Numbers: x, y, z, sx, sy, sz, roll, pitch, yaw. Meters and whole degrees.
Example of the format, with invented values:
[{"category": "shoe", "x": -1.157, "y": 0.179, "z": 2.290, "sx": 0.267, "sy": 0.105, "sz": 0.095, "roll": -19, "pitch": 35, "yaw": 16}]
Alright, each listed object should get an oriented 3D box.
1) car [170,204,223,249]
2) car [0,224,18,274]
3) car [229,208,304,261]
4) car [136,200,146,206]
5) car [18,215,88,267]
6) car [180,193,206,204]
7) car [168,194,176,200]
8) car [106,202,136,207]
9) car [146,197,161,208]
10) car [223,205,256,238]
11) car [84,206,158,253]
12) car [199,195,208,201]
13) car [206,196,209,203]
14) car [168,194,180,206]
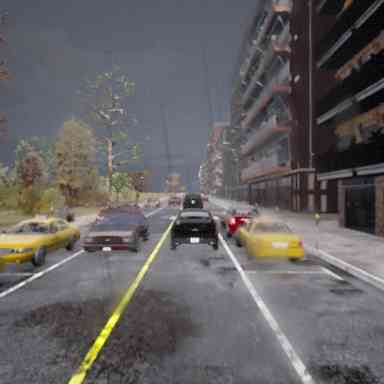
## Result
[{"category": "car", "x": 0.102, "y": 1.479, "z": 14.353, "sx": 1.837, "sy": 1.490, "sz": 4.892, "roll": 0, "pitch": 0, "yaw": 0}, {"category": "car", "x": -5.305, "y": 1.515, "z": 5.908, "sx": 1.752, "sy": 1.417, "sz": 4.829, "roll": 1, "pitch": 0, "yaw": 0}, {"category": "car", "x": 2.577, "y": 1.504, "z": 12.003, "sx": 1.752, "sy": 1.417, "sz": 4.829, "roll": 1, "pitch": 0, "yaw": 0}, {"category": "car", "x": -5.301, "y": 1.532, "z": 28.223, "sx": 1.802, "sy": 1.307, "sz": 4.206, "roll": 1, "pitch": 0, "yaw": 0}, {"category": "car", "x": -5.303, "y": 1.505, "z": 11.444, "sx": 1.752, "sy": 1.417, "sz": 4.829, "roll": 1, "pitch": 0, "yaw": 0}, {"category": "car", "x": 0.107, "y": 1.156, "z": 36.744, "sx": 2.150, "sy": 2.045, "sz": 5.566, "roll": 0, "pitch": 0, "yaw": 0}, {"category": "car", "x": -5.286, "y": 1.283, "z": 89.122, "sx": 1.967, "sy": 1.590, "sz": 4.097, "roll": 1, "pitch": 0, "yaw": 0}, {"category": "car", "x": -5.302, "y": 1.542, "z": 22.686, "sx": 1.802, "sy": 1.307, "sz": 4.206, "roll": 1, "pitch": 0, "yaw": 0}, {"category": "car", "x": -5.295, "y": 1.360, "z": 44.831, "sx": 1.967, "sy": 1.590, "sz": 4.097, "roll": 1, "pitch": 0, "yaw": 0}, {"category": "car", "x": 2.579, "y": 1.409, "z": 17.377, "sx": 1.967, "sy": 1.590, "sz": 4.097, "roll": 1, "pitch": 0, "yaw": 0}, {"category": "car", "x": -2.846, "y": 1.523, "z": 13.789, "sx": 2.033, "sy": 1.411, "sz": 5.357, "roll": 0, "pitch": 0, "yaw": 0}, {"category": "car", "x": 2.590, "y": 1.412, "z": 78.371, "sx": 2.008, "sy": 1.369, "sz": 4.403, "roll": 1, "pitch": 0, "yaw": 0}, {"category": "car", "x": 2.588, "y": 1.463, "z": 67.281, "sx": 1.802, "sy": 1.307, "sz": 4.206, "roll": 1, "pitch": 0, "yaw": 0}, {"category": "car", "x": -2.812, "y": 1.382, "z": 53.904, "sx": 1.882, "sy": 1.535, "sz": 5.008, "roll": 0, "pitch": 0, "yaw": 0}]
